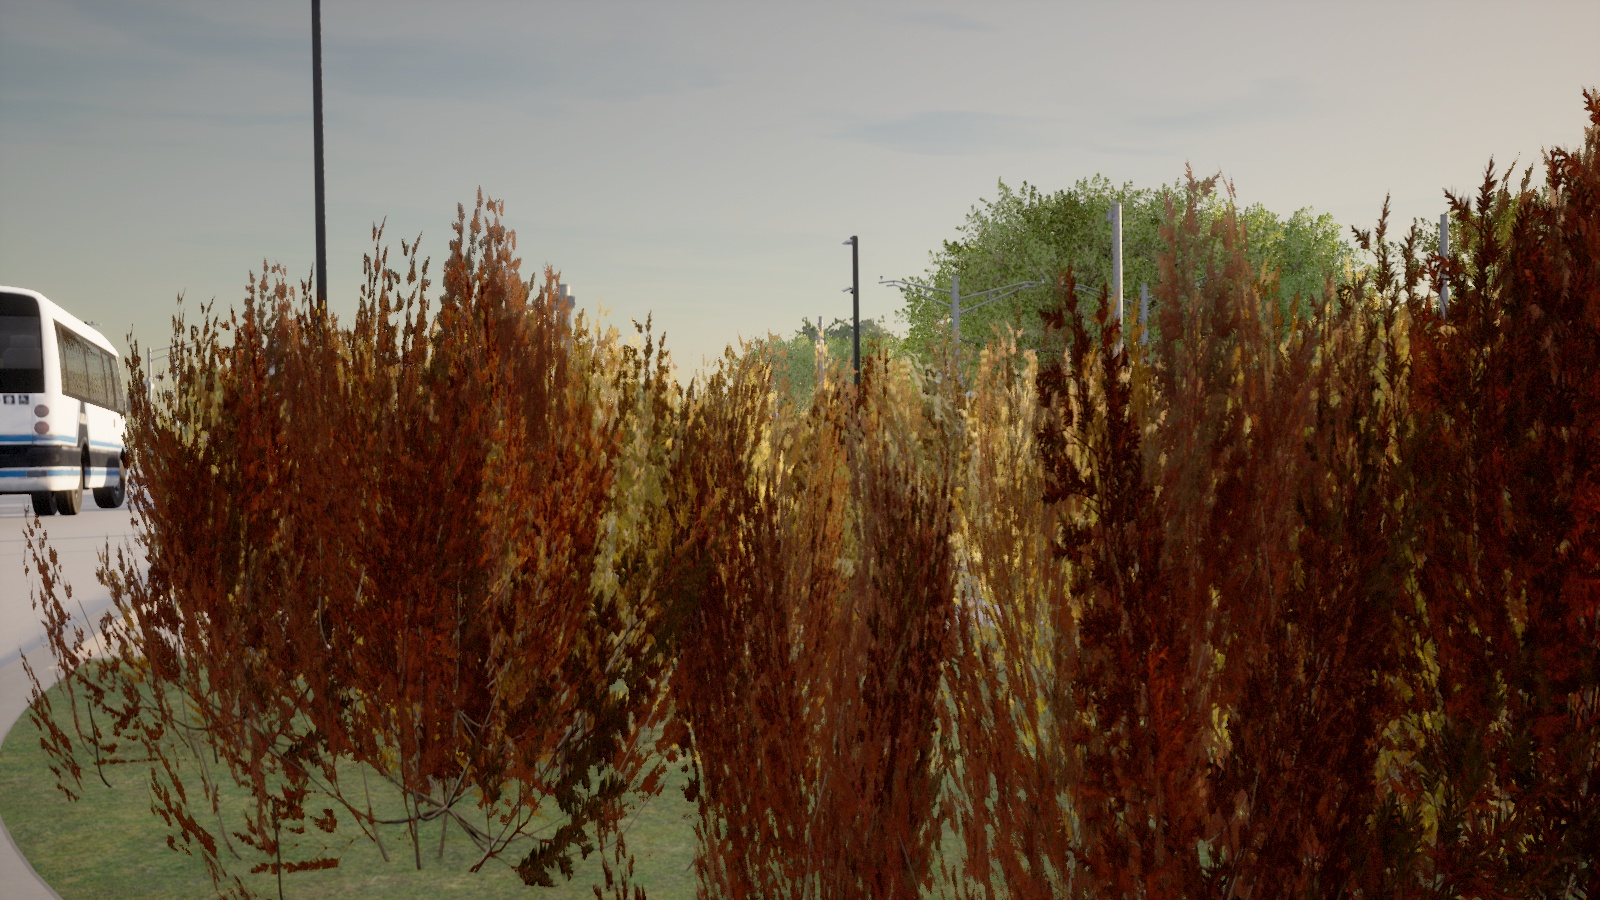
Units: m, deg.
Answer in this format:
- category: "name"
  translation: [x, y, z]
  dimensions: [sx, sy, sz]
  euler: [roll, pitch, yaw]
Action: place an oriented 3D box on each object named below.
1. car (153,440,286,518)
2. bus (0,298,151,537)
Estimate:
- category: "car"
  translation: [-13.868, 0.702, 30.302]
  dimensions: [2.242, 1.667, 4.611]
  euler: [-2, -1, -17]
- category: "bus"
  translation: [-16.760, -0.434, 26.895]
  dimensions: [3.944, 4.253, 10.273]
  euler: [-2, -1, -22]
